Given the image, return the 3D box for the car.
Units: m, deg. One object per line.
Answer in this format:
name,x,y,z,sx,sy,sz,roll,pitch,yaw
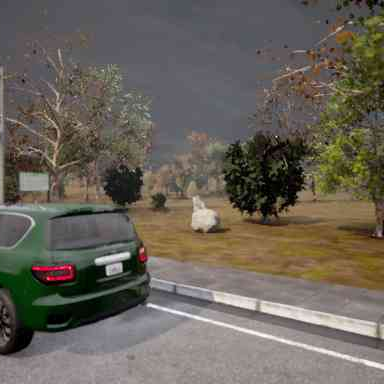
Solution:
car,-3.301,1.217,6.323,5.566,2.045,2.150,-1,0,35
